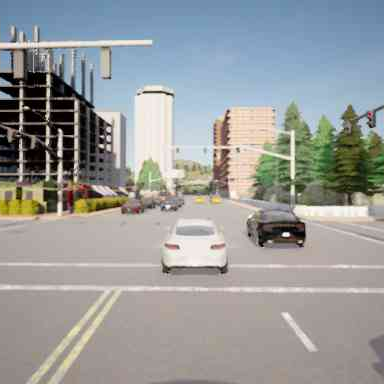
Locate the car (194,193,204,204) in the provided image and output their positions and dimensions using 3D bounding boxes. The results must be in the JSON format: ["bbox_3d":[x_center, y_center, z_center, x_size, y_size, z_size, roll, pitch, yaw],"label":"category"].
[{"bbox_3d":[1.472,1.598,68.144,1.882,1.535,5.008,0,0,1],"label":"car"}]

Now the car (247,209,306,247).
[{"bbox_3d":[3.720,1.504,15.316,1.882,1.535,5.008,0,0,2],"label":"car"}]

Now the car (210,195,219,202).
[{"bbox_3d":[5.175,1.440,77.798,1.882,1.535,5.008,0,0,1],"label":"car"}]

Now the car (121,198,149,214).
[{"bbox_3d":[-6.307,1.543,35.981,1.882,1.535,5.008,0,0,1],"label":"car"}]

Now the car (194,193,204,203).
[{"bbox_3d":[1.681,1.363,78.104,2.150,2.045,5.566,0,0,1],"label":"car"}]

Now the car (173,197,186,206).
[{"bbox_3d":[-2.197,1.655,60.312,2.033,1.411,5.357,0,0,1],"label":"car"}]

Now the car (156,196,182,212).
[{"bbox_3d":[-2.701,1.565,40.738,2.128,1.511,4.902,0,0,1],"label":"car"}]

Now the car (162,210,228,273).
[{"bbox_3d":[0.099,1.544,10.664,1.812,1.442,4.674,0,0,1],"label":"car"}]

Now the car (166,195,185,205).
[{"bbox_3d":[-2.492,1.581,49.867,2.128,1.511,4.902,0,0,1],"label":"car"}]

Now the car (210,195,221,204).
[{"bbox_3d":[4.974,1.595,68.227,1.882,1.535,5.008,0,0,1],"label":"car"}]

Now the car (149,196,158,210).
[{"bbox_3d":[-6.100,1.560,45.328,1.882,1.535,5.008,0,0,1],"label":"car"}]
